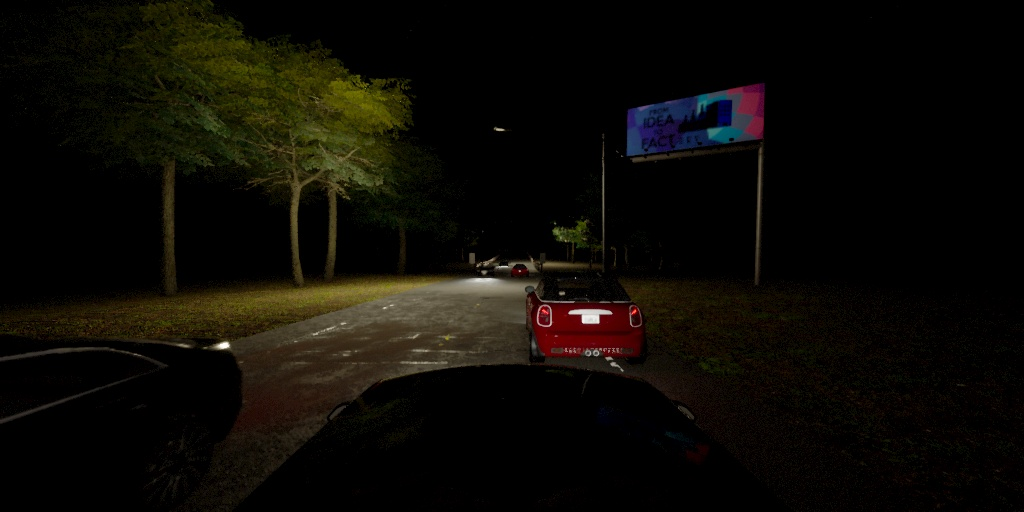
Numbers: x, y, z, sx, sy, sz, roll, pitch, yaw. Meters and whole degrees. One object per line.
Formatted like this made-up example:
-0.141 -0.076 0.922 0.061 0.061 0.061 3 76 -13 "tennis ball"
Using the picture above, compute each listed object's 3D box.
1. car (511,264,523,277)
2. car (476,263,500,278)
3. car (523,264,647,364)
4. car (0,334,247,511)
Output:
0.923 1.670 41.305 1.994 1.385 4.181 0 -1 2 "car"
-2.790 1.574 39.585 2.128 1.511 4.902 0 -1 1 "car"
1.394 1.113 8.282 2.097 1.767 4.553 0 0 1 "car"
-3.571 1.241 1.471 2.128 1.511 4.902 0 0 1 "car"
